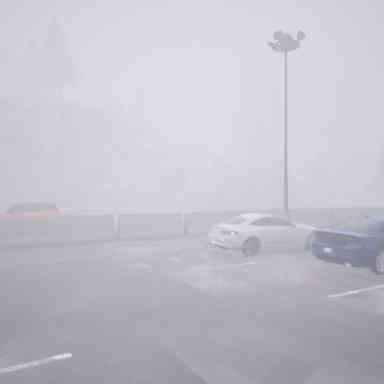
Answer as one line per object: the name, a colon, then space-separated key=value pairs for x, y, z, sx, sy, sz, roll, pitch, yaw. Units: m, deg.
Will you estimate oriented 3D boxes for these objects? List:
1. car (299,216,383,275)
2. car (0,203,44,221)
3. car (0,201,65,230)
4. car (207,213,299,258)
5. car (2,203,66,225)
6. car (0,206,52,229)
car: x=6.001 y=1.476 z=10.378 sx=5.008 sy=1.535 sz=1.882 roll=0 pitch=0 yaw=-26
car: x=-14.843 y=1.597 z=27.284 sx=4.718 sy=1.301 sz=1.895 roll=0 pitch=0 yaw=-30
car: x=-9.374 y=1.349 z=18.295 sx=4.553 sy=1.767 sz=2.097 roll=0 pitch=0 yaw=-29
car: x=2.799 y=1.524 z=12.697 sx=4.674 sy=1.442 sz=1.812 roll=0 pitch=0 yaw=-27
car: x=-11.818 y=1.561 z=24.937 sx=4.181 sy=1.385 sz=1.994 roll=0 pitch=0 yaw=-29
car: x=-11.541 y=1.598 z=21.127 sx=4.718 sy=1.301 sz=1.895 roll=0 pitch=0 yaw=-30
